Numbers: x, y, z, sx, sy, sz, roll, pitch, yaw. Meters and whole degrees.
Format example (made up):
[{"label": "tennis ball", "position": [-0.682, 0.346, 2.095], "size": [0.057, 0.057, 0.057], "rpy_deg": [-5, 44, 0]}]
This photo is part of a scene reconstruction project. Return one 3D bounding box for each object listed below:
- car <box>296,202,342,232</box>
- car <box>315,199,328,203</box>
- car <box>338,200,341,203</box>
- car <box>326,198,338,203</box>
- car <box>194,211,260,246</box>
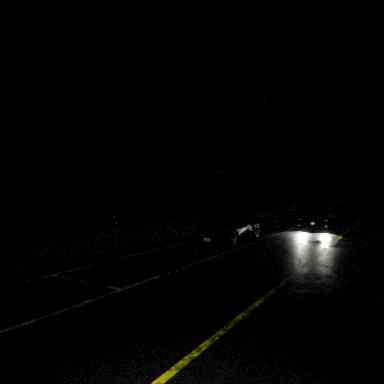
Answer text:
[{"label": "car", "position": [7.738, 1.564, 20.177], "size": [1.994, 1.385, 4.181], "rpy_deg": [0, 0, 32]}, {"label": "car", "position": [10.446, 1.582, 29.474], "size": [1.802, 1.307, 4.206], "rpy_deg": [0, 0, 32]}, {"label": "car", "position": [16.239, 1.441, 38.884], "size": [1.967, 1.590, 4.097], "rpy_deg": [0, 0, 32]}, {"label": "car", "position": [13.342, 1.567, 34.179], "size": [1.947, 1.339, 4.313], "rpy_deg": [0, 0, 32]}, {"label": "car", "position": [1.756, 1.566, 15.359], "size": [1.947, 1.339, 4.313], "rpy_deg": [0, 0, 32]}]
